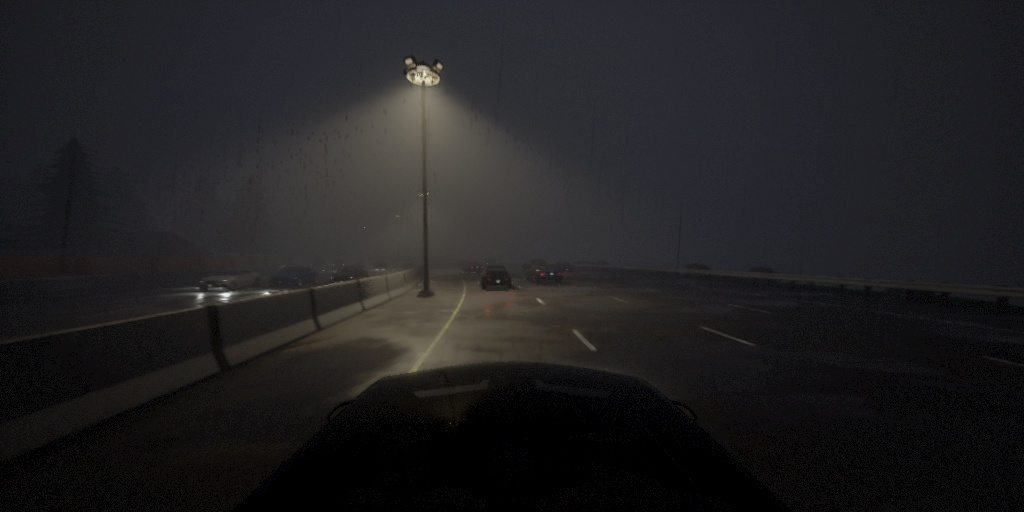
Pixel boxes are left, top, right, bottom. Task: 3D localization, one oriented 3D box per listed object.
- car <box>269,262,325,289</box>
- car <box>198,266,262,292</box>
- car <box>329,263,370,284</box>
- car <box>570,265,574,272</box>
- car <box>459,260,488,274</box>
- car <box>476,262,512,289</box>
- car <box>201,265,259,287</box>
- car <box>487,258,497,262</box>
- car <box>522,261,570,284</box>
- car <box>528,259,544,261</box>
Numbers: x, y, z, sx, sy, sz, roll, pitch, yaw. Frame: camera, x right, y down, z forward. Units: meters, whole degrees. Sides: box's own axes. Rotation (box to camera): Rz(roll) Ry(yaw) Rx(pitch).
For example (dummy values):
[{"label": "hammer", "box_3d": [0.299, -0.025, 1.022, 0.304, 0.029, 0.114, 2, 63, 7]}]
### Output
[{"label": "car", "box_3d": [-16.058, 1.489, 26.662, 1.882, 1.535, 5.008, -1, 0, -9]}, {"label": "car", "box_3d": [-19.312, 1.582, 24.821, 1.812, 1.442, 4.674, -1, 0, -8]}, {"label": "car", "box_3d": [-12.790, 1.514, 28.568, 2.033, 1.411, 5.357, -1, 0, -9]}, {"label": "car", "box_3d": [5.906, 1.314, 44.343, 1.895, 1.301, 4.718, -1, 0, -14]}, {"label": "car", "box_3d": [-4.852, 1.417, 44.792, 2.033, 1.411, 5.357, -1, 0, -17]}, {"label": "car", "box_3d": [-1.147, 1.317, 23.524, 1.812, 1.442, 4.674, 0, 0, -8]}, {"label": "car", "box_3d": [-23.856, 1.632, 30.594, 1.837, 1.490, 4.892, -1, 0, -11]}, {"label": "car", "box_3d": [-4.172, 1.234, 64.158, 2.097, 1.767, 4.553, -1, 0, -21]}, {"label": "car", "box_3d": [2.283, 1.293, 27.169, 2.033, 1.411, 5.357, -1, 0, -11]}, {"label": "car", "box_3d": [2.624, 1.110, 41.856, 2.097, 1.767, 4.553, -1, 0, -14]}]
